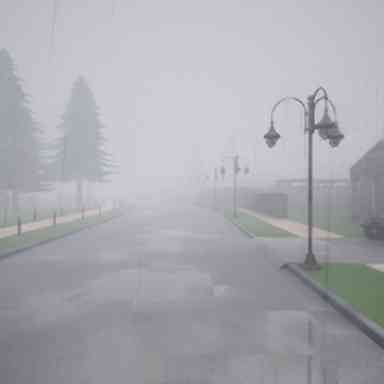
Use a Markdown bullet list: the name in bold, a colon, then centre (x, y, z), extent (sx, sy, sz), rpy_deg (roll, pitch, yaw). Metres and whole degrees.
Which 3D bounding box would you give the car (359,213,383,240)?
- **car**: centre (8.965, 1.110, 13.207), extent (3.866, 1.878, 1.905), rpy_deg (0, 0, 0)

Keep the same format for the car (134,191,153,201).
- **car**: centre (-10.339, 0.843, 72.938), extent (2.150, 2.045, 5.566), rpy_deg (0, 0, -27)

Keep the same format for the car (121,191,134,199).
- **car**: centre (-15.577, 0.776, 82.223), extent (2.150, 2.045, 5.566), rpy_deg (0, 0, -33)
